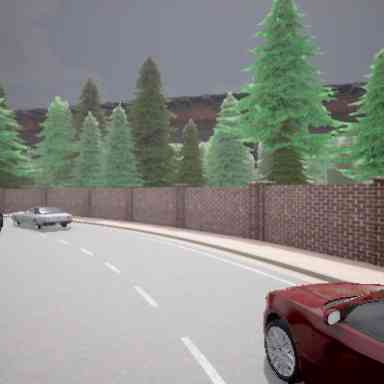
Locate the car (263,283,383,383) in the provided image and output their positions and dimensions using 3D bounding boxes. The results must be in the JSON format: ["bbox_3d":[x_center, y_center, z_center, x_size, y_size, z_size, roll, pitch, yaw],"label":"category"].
[{"bbox_3d":[2.371,1.475,2.667,1.882,1.535,5.008,0,0,-16],"label":"car"}]

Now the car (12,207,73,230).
[{"bbox_3d":[-9.610,1.581,21.096,4.718,1.301,1.895,0,0,41],"label":"car"}]

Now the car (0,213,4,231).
[{"bbox_3d":[-12.519,1.459,18.952,5.008,1.535,1.882,0,0,40],"label":"car"}]
